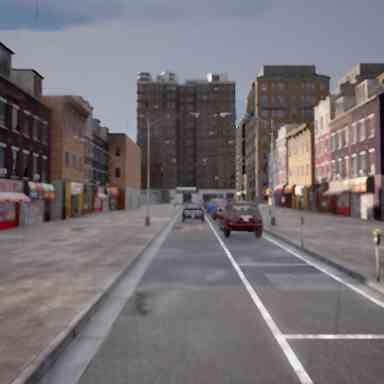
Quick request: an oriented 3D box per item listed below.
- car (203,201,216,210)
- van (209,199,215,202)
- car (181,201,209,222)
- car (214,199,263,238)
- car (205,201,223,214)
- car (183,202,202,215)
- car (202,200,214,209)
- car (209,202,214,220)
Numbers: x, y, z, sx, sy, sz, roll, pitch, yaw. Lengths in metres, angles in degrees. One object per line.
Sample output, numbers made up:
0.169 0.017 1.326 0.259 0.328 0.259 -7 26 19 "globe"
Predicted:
2.674 2.069 51.433 1.802 1.307 4.206 1 -1 0 "car"
2.672 1.643 35.122 1.690 1.788 3.998 1 -1 0 "van"
0.100 1.725 28.460 2.128 1.511 4.902 0 -1 0 "car"
2.667 1.461 18.809 2.192 1.841 5.009 1 -1 0 "car"
2.670 1.905 40.558 1.887 1.381 4.507 1 -1 0 "car"
0.081 1.901 39.982 2.033 1.411 5.357 0 -1 0 "car"
2.676 2.134 56.872 1.802 1.307 4.206 1 -1 0 "car"
2.665 1.828 29.682 1.802 1.307 4.206 1 -1 0 "car"
